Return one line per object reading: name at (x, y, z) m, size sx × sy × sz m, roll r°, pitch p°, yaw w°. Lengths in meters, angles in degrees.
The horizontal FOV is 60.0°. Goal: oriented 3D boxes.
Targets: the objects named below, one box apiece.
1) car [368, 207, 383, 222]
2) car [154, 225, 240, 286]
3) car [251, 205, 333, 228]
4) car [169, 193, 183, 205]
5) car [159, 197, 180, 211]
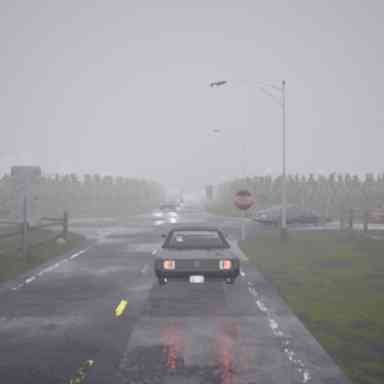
car at (15.244, 1.666, 25.034) m, size 4.181 × 1.385 × 1.994 m, roll 0°, pitch -1°, yaw 0°
car at (0.073, 1.594, 9.389) m, size 1.895 × 1.301 × 4.718 m, roll 0°, pitch 0°, yaw -1°
car at (6.615, 1.564, 22.064) m, size 5.357 × 1.411 × 2.033 m, roll 1°, pitch -1°, yaw -18°
car at (-2.832, 1.297, 49.965) m, size 2.097 × 1.767 × 4.553 m, roll 0°, pitch 0°, yaw 0°
car at (-2.845, 1.558, 39.708) m, size 1.895 × 1.301 × 4.718 m, roll 0°, pitch 0°, yaw 0°
